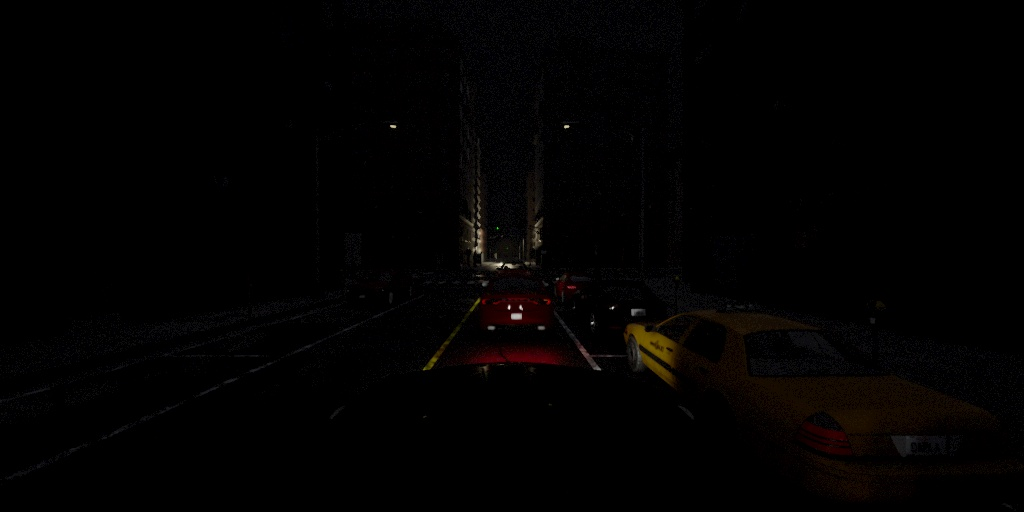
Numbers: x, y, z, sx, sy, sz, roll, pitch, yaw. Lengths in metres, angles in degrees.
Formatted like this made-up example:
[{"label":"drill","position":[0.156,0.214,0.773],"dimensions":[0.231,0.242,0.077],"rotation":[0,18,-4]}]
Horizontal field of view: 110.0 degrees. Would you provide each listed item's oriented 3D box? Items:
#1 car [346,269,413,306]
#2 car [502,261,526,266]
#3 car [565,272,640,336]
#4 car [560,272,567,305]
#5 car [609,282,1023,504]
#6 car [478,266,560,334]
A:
[{"label":"car","position":[-5.664,1.292,15.792],"dimensions":[1.888,1.381,4.507],"rotation":[0,0,0]},{"label":"car","position":[0.108,1.097,22.336],"dimensions":[2.097,1.767,4.553],"rotation":[0,0,0]},{"label":"car","position":[2.877,1.314,10.203],"dimensions":[1.948,1.339,4.313],"rotation":[0,0,0]},{"label":"car","position":[2.881,1.329,15.788],"dimensions":[1.802,1.307,4.207],"rotation":[0,0,0]},{"label":"car","position":[2.873,1.275,4.786],"dimensions":[1.751,1.417,4.829],"rotation":[0,0,0]},{"label":"car","position":[0.101,1.226,10.698],"dimensions":[1.882,1.535,5.008],"rotation":[0,0,0]}]
